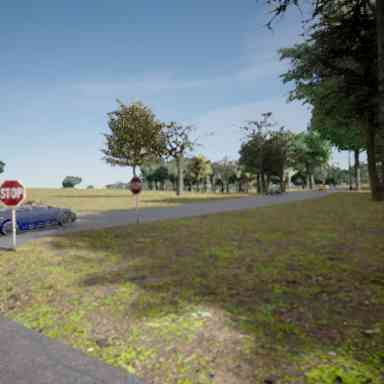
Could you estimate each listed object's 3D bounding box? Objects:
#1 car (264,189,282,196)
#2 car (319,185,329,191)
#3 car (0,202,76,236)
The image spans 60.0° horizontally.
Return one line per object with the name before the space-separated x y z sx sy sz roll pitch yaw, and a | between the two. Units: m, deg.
car | 15.001 0.072 61.516 1.895 1.301 4.718 -2 1 34
car | 31.023 -1.019 78.155 1.882 1.535 5.008 -2 1 30
car | -7.725 1.145 15.843 1.994 1.385 4.181 -2 2 34
